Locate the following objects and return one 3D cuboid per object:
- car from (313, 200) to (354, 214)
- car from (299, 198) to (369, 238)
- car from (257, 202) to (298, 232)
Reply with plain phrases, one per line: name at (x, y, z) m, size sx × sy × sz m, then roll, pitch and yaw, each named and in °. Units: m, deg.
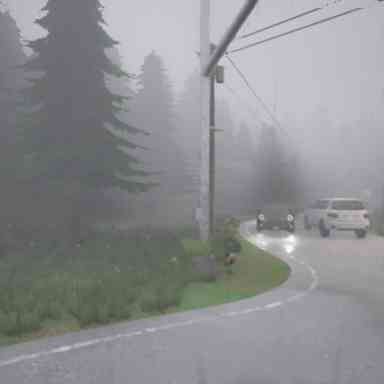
car at (16.676, 1.743, 39.056) m, size 4.902 × 1.511 × 2.128 m, roll 1°, pitch 0°, yaw -35°
car at (8.055, 1.356, 19.032) m, size 2.150 × 2.045 × 5.566 m, roll 0°, pitch 0°, yaw 5°
car at (5.174, 1.473, 20.907) m, size 2.097 × 1.767 × 4.553 m, roll 0°, pitch 0°, yaw 11°
